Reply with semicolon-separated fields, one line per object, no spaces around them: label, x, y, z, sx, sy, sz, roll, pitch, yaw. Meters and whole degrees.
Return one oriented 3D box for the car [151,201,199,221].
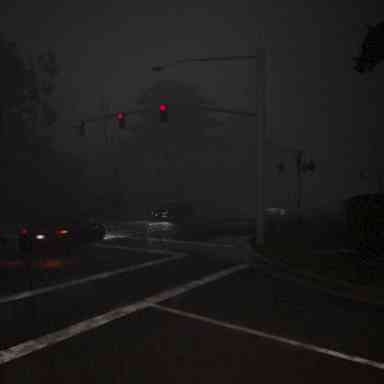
car;-1.329;1.518;27.285;1.837;1.490;4.892;0;0;35

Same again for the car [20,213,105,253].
car;-5.189;1.574;13.845;1.994;1.385;4.181;0;0;6

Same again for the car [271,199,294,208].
car;12.968;1.614;47.653;1.895;1.301;4.718;0;0;35
